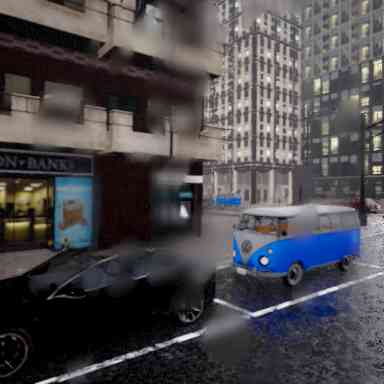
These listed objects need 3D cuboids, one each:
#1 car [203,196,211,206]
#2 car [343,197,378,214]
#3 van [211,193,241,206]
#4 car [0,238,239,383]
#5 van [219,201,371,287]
[{"bbox_3d":[1.503,1.275,49.098,2.008,1.369,4.403,1,0,-36],"label":"car"},{"bbox_3d":[14.807,1.197,30.835,1.967,1.590,4.097,1,0,-36],"label":"car"},{"bbox_3d":[4.831,1.073,44.533,1.690,1.788,3.998,1,0,-36],"label":"van"},{"bbox_3d":[-1.532,1.547,5.436,4.313,1.339,1.947,-1,2,-36],"label":"car"},{"bbox_3d":[2.840,1.267,8.841,3.998,1.788,1.690,-1,2,-36],"label":"van"}]
